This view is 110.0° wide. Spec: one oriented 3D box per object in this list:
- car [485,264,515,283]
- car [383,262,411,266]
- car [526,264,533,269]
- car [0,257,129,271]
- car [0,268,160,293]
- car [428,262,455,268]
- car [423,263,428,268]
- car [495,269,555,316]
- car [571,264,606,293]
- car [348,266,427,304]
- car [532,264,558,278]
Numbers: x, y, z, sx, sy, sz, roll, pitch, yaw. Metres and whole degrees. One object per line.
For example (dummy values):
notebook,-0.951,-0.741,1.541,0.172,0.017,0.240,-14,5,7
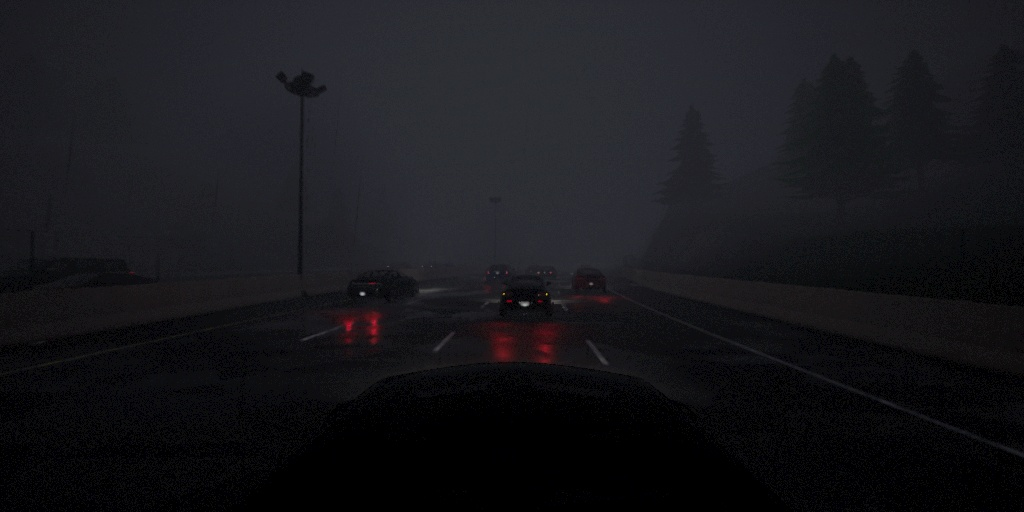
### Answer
car,-0.872,1.480,32.044,2.097,1.767,4.553,0,-1,9
car,-17.472,1.711,55.567,2.097,1.767,4.553,0,-1,15
car,3.183,1.908,50.959,1.812,1.442,4.674,0,-1,15
car,-20.540,1.071,16.040,2.150,2.045,5.566,0,-1,4
car,-17.118,1.371,14.655,1.812,1.442,4.674,0,-1,4
car,-10.383,1.872,55.060,2.128,1.511,4.902,0,-1,16
car,-13.040,1.765,58.496,2.097,1.767,4.553,0,-1,16
car,0.570,1.434,14.127,1.812,1.442,4.674,0,-1,4
car,4.948,1.522,23.512,1.882,1.535,5.008,0,-1,7
car,-6.180,1.420,17.723,2.128,1.511,4.902,0,-1,5
car,3.838,1.780,38.858,2.033,1.411,5.357,0,-1,12
